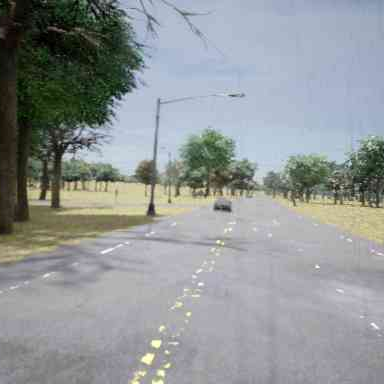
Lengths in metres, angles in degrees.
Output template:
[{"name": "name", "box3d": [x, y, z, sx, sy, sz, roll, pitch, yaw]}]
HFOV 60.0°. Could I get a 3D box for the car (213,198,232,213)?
[{"name": "car", "box3d": [3.672, 1.512, 39.100, 1.882, 1.535, 5.008, 4, 0, 10]}]
